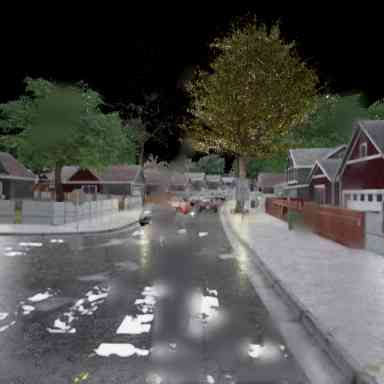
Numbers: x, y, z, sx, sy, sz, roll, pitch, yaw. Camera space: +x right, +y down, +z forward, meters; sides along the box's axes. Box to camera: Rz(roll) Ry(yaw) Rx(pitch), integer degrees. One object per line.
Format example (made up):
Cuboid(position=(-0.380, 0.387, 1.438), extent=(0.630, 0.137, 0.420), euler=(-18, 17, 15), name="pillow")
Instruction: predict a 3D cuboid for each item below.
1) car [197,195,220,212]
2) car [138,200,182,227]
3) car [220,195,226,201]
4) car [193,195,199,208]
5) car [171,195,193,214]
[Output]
Cuboid(position=(1.864, 1.378, 36.690), extent=(1.812, 1.442, 4.674), euler=(0, 0, 5), name="car")
Cuboid(position=(-2.205, 1.502, 22.889), extent=(2.033, 1.411, 5.357), euler=(0, 0, 5), name="car")
Cuboid(position=(5.894, 1.169, 67.847), extent=(1.895, 1.301, 4.718), euler=(0, 1, 9), name="car")
Cuboid(position=(-0.393, 1.403, 43.559), extent=(1.895, 1.301, 4.718), euler=(0, 0, 6), name="car")
Cuboid(position=(-1.369, 1.237, 33.229), extent=(2.097, 1.767, 4.553), euler=(0, 0, 5), name="car")
